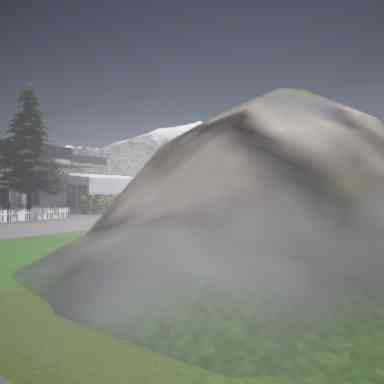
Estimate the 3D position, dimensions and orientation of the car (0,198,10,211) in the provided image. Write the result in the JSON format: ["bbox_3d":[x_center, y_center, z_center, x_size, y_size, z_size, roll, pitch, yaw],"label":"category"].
[{"bbox_3d":[-19.662,1.456,31.220,1.905,1.878,3.866,0,0,35],"label":"car"}]

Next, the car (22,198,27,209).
[{"bbox_3d":[-21.771,1.625,38.034,2.242,1.667,4.611,0,0,35],"label":"car"}]
